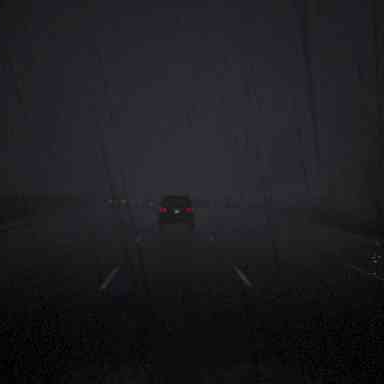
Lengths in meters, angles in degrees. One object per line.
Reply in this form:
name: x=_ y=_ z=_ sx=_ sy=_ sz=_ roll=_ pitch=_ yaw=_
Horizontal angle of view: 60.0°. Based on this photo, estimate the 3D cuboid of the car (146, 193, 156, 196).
car: x=-6.352 y=1.243 z=52.848 sx=2.150 sy=2.045 sz=5.566 roll=0 pitch=0 yaw=-3

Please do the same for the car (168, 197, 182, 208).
car: x=-2.530 y=1.486 z=48.980 sx=1.882 sy=1.535 sz=5.008 roll=0 pitch=0 yaw=-3

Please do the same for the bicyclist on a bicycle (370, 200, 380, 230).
bicyclist on a bicycle: x=10.121 y=1.266 z=18.093 sx=1.656 sy=1.620 sz=0.582 roll=-1 pitch=0 yaw=-37

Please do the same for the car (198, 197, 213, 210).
car: x=1.253 y=1.501 z=43.158 sx=1.837 sy=1.490 sz=4.892 roll=0 pitch=0 yaw=-3

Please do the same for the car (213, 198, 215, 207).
car: x=4.191 y=1.533 z=52.385 sx=2.033 sy=1.411 sz=5.357 roll=0 pitch=0 yaw=-3

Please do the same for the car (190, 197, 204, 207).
car: x=0.696 y=1.502 z=52.192 sx=1.837 sy=1.490 sz=4.892 roll=0 pitch=0 yaw=-3

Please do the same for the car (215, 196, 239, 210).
car: x=4.708 y=1.336 z=43.193 sx=2.097 sy=1.767 sz=4.553 roll=0 pitch=0 yaw=-3

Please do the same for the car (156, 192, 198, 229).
car: x=-1.038 y=1.225 z=22.028 sx=2.150 sy=2.045 sz=5.566 roll=0 pitch=0 yaw=-3

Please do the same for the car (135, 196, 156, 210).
car: x=-5.687 y=1.567 z=42.691 sx=2.033 sy=1.411 sz=5.357 roll=0 pitch=0 yaw=-3

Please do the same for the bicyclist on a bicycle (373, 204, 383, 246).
bicyclist on a bicycle: x=8.413 y=1.425 z=13.384 sx=1.656 sy=1.620 sz=0.582 roll=0 pitch=0 yaw=9

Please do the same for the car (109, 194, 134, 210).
car: x=-9.188 y=1.254 z=42.561 sx=2.150 sy=2.045 sz=5.566 roll=0 pitch=0 yaw=-3
